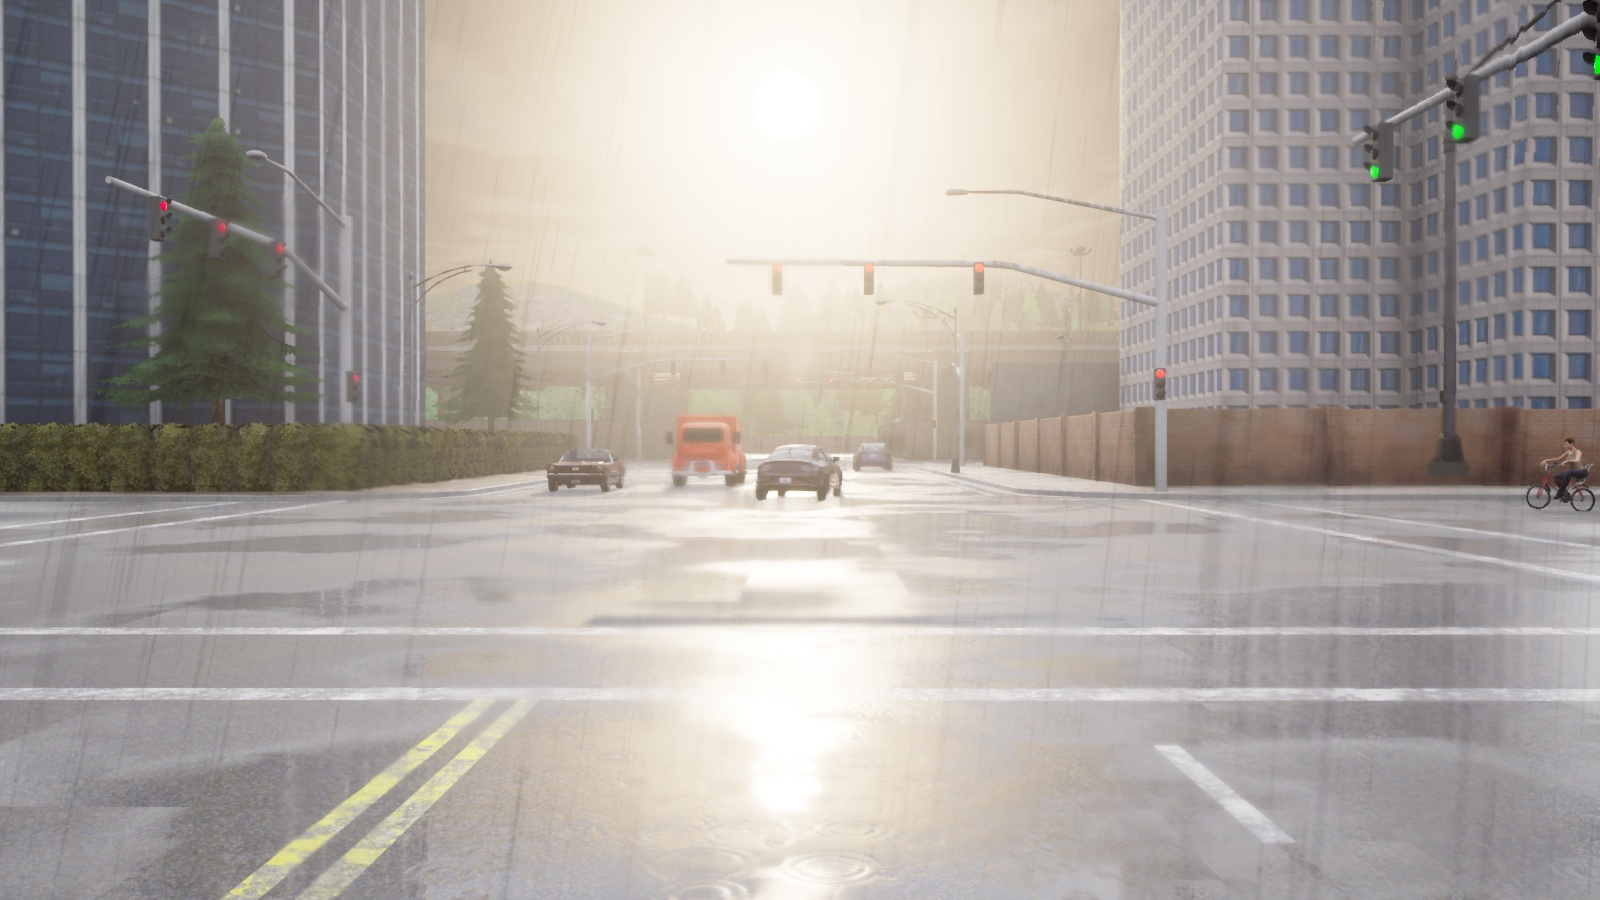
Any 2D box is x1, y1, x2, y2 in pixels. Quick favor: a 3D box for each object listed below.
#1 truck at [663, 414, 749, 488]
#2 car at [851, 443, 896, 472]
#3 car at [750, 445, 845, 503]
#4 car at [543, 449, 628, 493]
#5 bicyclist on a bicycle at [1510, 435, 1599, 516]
[{"bbox_3d":[-3.246,0.006,44.496,2.627,2.467,5.204,0,0,0],"label":"truck"},{"bbox_3d":[3.876,0.370,67.134,2.163,1.488,4.792,0,0,0],"label":"car"},{"bbox_3d":[0.021,0.581,33.900,1.812,1.442,4.674,0,0,9],"label":"car"},{"bbox_3d":[-6.769,0.615,40.157,1.895,1.301,4.718,0,0,0],"label":"car"},{"bbox_3d":[16.373,0.539,27.066,1.509,1.612,0.866,4,0,0],"label":"bicyclist on a bicycle"}]
